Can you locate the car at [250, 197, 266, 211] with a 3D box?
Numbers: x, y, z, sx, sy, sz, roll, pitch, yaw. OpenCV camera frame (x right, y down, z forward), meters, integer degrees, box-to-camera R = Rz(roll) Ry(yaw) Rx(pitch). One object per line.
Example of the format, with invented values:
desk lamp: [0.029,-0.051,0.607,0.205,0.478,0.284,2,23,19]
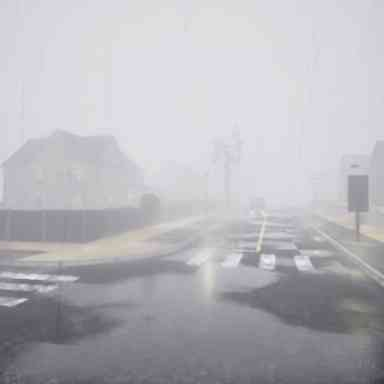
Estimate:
car: [10.275,1.803,51.949,2.150,2.045,5.566,0,-1,14]
